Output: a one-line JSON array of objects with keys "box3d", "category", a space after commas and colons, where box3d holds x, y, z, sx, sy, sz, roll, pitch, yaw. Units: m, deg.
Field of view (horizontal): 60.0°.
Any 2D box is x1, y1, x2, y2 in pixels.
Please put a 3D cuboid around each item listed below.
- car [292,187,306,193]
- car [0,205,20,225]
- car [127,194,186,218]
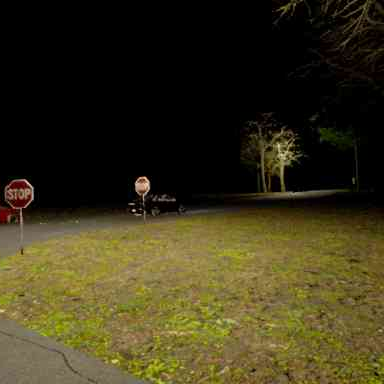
[{"box3d": [23.586, -0.412, 73.591, 1.895, 1.301, 4.718, -3, 1, 34], "category": "car"}, {"box3d": [-12.742, 1.404, 20.070, 1.994, 1.385, 4.181, -3, -1, 34], "category": "car"}, {"box3d": [-2.310, 0.920, 22.981, 2.128, 1.511, 4.902, -3, -1, 34], "category": "car"}]
